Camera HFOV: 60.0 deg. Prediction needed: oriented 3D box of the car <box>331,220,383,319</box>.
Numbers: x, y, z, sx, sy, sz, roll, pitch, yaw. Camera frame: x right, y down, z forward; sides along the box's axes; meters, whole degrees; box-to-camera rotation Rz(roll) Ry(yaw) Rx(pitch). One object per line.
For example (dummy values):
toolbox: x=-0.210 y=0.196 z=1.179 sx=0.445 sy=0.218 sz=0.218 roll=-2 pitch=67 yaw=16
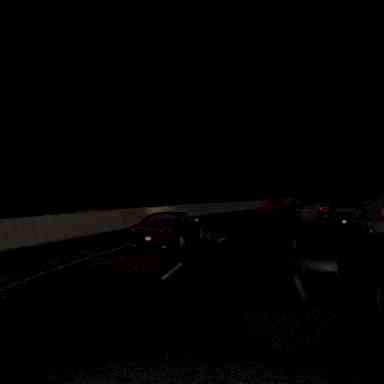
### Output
car: x=4.559 y=1.590 z=7.132 sx=1.812 sy=1.442 sz=4.674 roll=0 pitch=-1 yaw=10

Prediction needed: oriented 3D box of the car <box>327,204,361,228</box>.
car: x=10.808 y=1.729 z=23.409 sx=1.812 sy=1.442 sz=4.674 roll=0 pitch=0 yaw=27

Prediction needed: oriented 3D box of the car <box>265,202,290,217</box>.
car: x=9.170 y=1.793 z=35.526 sx=2.128 sy=1.511 sz=4.902 roll=0 pitch=0 yaw=28

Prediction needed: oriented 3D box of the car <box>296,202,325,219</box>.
car: x=11.309 y=1.838 z=32.025 sx=1.994 sy=1.385 sz=4.181 roll=0 pitch=-1 yaw=27

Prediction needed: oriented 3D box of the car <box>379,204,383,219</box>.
car: x=19.157 y=1.760 z=31.956 sx=1.882 sy=1.535 sz=5.008 roll=0 pitch=0 yaw=28

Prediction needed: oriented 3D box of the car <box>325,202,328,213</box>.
car: x=16.000 y=1.917 z=40.994 sx=1.994 sy=1.385 sz=4.181 roll=0 pitch=0 yaw=28

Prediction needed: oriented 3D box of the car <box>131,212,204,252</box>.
car: x=-0.892 y=1.598 z=14.710 sx=1.882 sy=1.535 sz=5.008 roll=0 pitch=-1 yaw=17
